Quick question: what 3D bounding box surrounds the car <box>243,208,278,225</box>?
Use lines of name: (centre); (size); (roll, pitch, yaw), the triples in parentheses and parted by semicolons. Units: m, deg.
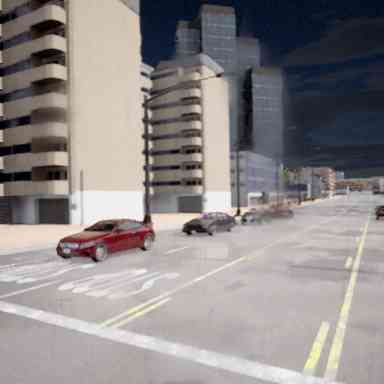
car: (6.066, 2.216, 30.836); (2.128, 1.511, 4.902); (-2, -2, 29)

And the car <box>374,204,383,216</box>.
car: (26.101, 2.417, 45.437); (2.033, 1.411, 5.357); (-2, -1, 29)

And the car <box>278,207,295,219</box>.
car: (10.918, 2.525, 39.646); (1.994, 1.385, 4.181); (-2, -2, 29)

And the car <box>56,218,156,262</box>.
car: (-3.283, 1.848, 13.723); (1.812, 1.442, 4.674); (-2, -2, 29)

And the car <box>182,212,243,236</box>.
car: (1.346, 2.039, 22.211); (2.033, 1.411, 5.357); (-2, -2, 28)

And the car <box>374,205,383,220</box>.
car: (21.261, 2.253, 36.466); (1.837, 1.490, 4.892); (-2, -2, 29)
